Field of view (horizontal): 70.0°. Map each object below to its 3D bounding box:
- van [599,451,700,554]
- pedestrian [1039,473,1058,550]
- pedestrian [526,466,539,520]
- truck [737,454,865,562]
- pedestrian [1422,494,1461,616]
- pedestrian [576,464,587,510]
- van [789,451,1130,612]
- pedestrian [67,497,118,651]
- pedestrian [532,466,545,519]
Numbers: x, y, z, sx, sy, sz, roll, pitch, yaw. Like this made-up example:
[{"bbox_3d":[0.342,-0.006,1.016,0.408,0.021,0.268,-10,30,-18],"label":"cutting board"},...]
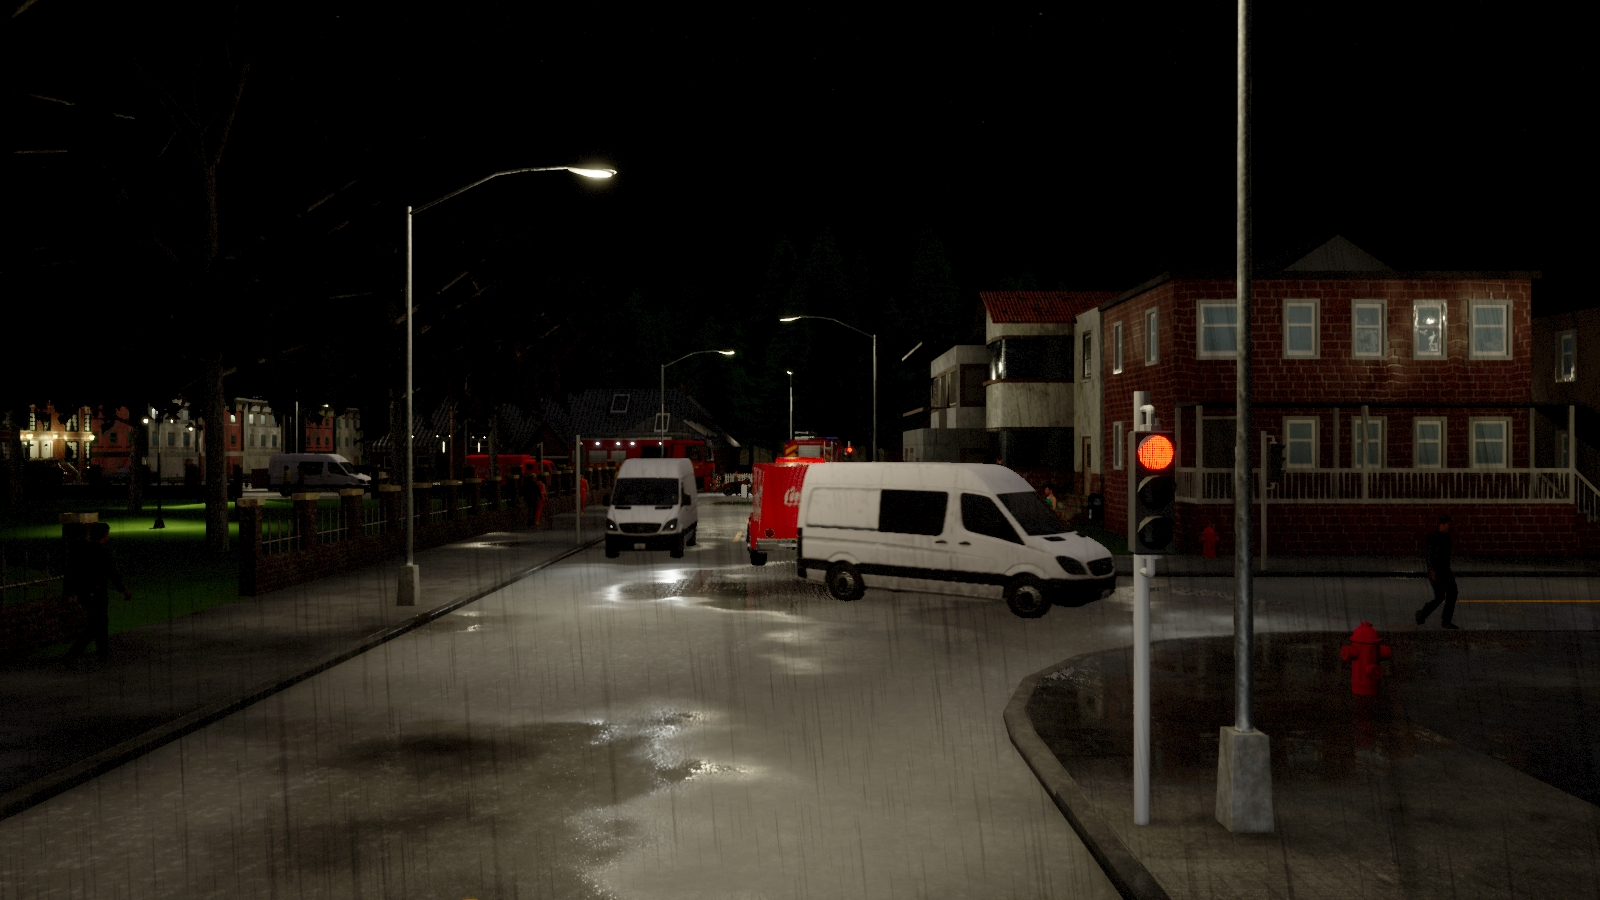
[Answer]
[{"bbox_3d":[-4.018,1.301,31.452,1.988,2.561,5.915,0,0,0],"label":"van"},{"bbox_3d":[6.059,1.504,27.875,0.375,1.860,0.375,0,0,-4],"label":"pedestrian"},{"bbox_3d":[-9.344,1.508,39.884,0.375,1.860,0.375,0,0,0],"label":"pedestrian"},{"bbox_3d":[-0.107,1.336,28.945,2.627,2.467,5.204,0,0,-7],"label":"truck"},{"bbox_3d":[10.022,1.621,17.846,0.375,1.860,0.375,0,0,-20],"label":"pedestrian"},{"bbox_3d":[-8.892,1.505,46.471,0.375,1.860,0.375,0,0,-3],"label":"pedestrian"},{"bbox_3d":[2.760,1.305,20.825,5.915,2.561,1.988,0,0,37],"label":"van"},{"bbox_3d":[-8.755,1.518,14.143,0.375,1.860,0.375,0,0,9],"label":"pedestrian"},{"bbox_3d":[-9.329,1.507,40.753,0.375,1.860,0.375,0,0,3],"label":"pedestrian"}]
